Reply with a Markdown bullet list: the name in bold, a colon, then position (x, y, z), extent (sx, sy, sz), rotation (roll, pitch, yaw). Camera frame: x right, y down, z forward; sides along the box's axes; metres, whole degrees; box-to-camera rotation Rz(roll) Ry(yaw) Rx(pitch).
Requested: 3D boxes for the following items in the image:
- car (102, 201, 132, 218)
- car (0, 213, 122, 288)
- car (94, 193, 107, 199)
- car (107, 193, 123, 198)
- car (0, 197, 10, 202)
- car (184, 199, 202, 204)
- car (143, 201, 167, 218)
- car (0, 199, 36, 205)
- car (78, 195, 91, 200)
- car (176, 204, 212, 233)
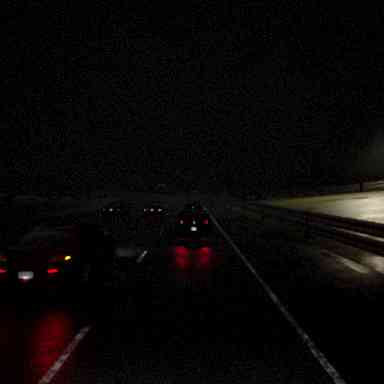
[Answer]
- **car**: position (-6.889, 1.577, 30.831), extent (2.033, 1.411, 5.357), rotation (0, 0, 0)
- **car**: position (-3.398, 1.534, 9.115), extent (1.812, 1.442, 4.674), rotation (0, 0, 0)
- **car**: position (-20.972, 1.201, 77.145), extent (2.150, 2.045, 5.566), rotation (0, 0, 0)
- **car**: position (-17.472, 1.201, 77.143), extent (2.150, 2.045, 5.566), rotation (0, 0, 0)
- **car**: position (-21.079, 1.388, 35.858), extent (2.097, 1.767, 4.553), rotation (0, 0, 0)
- **car**: position (0.114, 1.518, 37.887), extent (1.882, 1.535, 5.008), rotation (0, 0, 0)
- **car**: position (-3.389, 1.577, 30.824), extent (2.033, 1.411, 5.357), rotation (0, 0, 0)
- **car**: position (-17.584, 1.636, 34.910), extent (1.895, 1.301, 4.718), rotation (0, 0, 0)
- **car**: position (-24.472, 1.486, 75.782), extent (1.837, 1.490, 4.892), rotation (0, 0, 0)
- **car**: position (0.106, 1.619, 19.571), extent (1.895, 1.301, 4.718), rotation (0, 0, 0)
